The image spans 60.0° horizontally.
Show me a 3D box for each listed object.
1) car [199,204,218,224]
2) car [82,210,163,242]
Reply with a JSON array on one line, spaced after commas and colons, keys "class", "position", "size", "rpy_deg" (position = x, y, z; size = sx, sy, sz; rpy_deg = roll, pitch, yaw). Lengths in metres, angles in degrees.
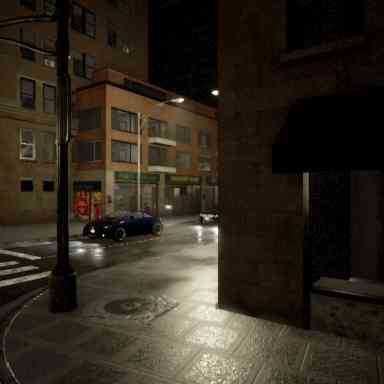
[{"class": "car", "position": [2.368, 1.580, 24.704], "size": [1.812, 1.442, 4.674], "rpy_deg": [0, 0, 35]}, {"class": "car", "position": [-3.345, 1.595, 16.696], "size": [1.994, 1.385, 4.181], "rpy_deg": [0, 0, 35]}]
